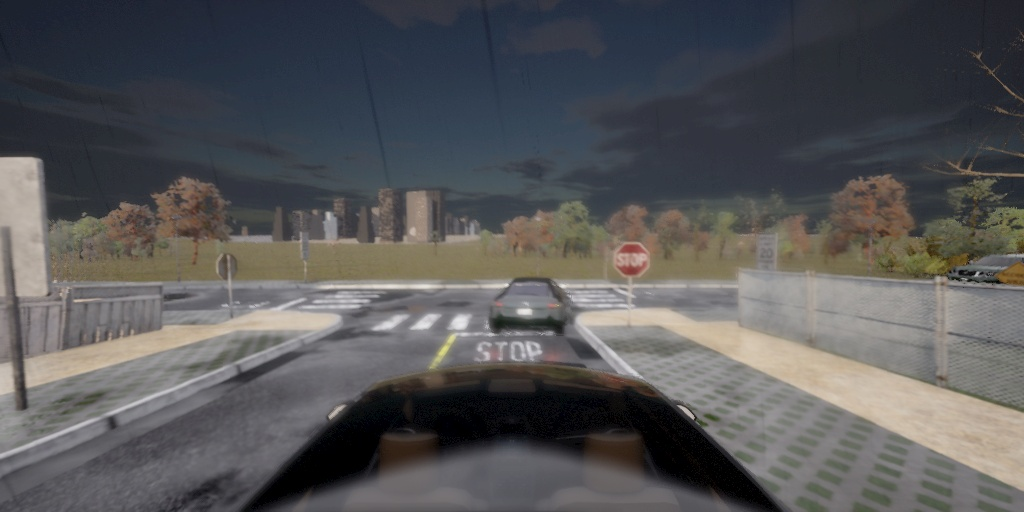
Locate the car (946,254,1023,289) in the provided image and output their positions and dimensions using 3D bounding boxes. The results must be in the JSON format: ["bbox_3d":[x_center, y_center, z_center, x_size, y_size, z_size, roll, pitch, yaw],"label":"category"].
[{"bbox_3d":[27.703,0.941,19.900,5.566,2.045,2.150,0,3,-3],"label":"car"}]

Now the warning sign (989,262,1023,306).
[{"bbox_3d":[19.952,1.145,14.201,1.060,1.860,1.300,0,0,-3],"label":"warning sign"}]

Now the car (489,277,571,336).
[{"bbox_3d":[0.667,1.321,10.610,1.994,1.385,4.181,0,0,10],"label":"car"}]
